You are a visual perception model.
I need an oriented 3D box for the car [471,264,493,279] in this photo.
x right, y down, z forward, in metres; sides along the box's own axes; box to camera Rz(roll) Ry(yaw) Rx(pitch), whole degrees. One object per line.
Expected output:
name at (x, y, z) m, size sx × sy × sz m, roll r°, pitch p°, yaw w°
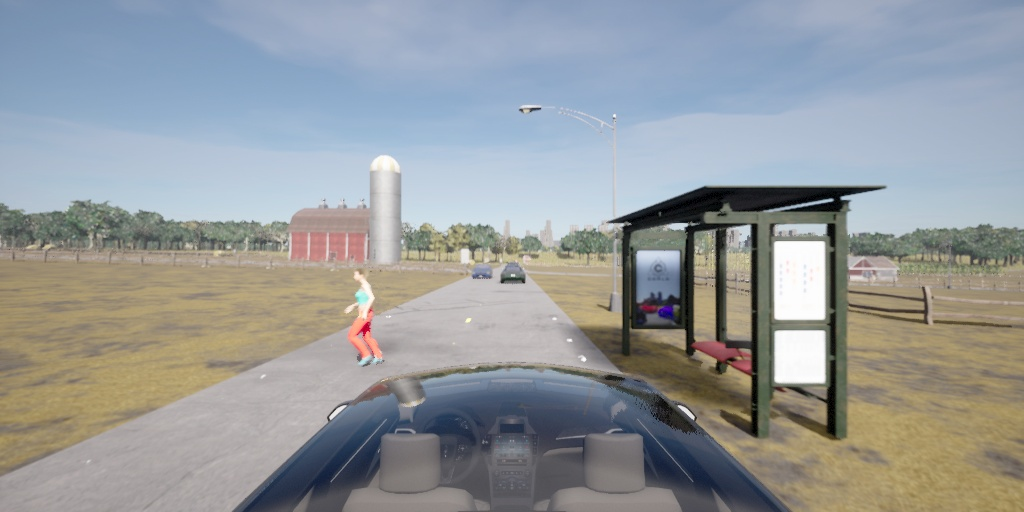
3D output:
car at (-2.828, 1.483, 35.209) m, size 2.033 × 1.411 × 5.357 m, roll 0°, pitch -1°, yaw 0°

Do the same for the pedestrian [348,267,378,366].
pedestrian at (-2.721, 1.057, 6.563) m, size 0.375 × 1.860 × 0.375 m, roll 0°, pitch 0°, yaw -15°

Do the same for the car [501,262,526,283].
car at (0.092, 1.452, 29.552) m, size 1.994 × 1.385 × 4.181 m, roll 0°, pitch 0°, yaw 0°

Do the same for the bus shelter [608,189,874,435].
bus shelter at (3.125, 0.636, 6.009) m, size 1.920 × 2.740 × 3.880 m, roll 0°, pitch 0°, yaw 0°
